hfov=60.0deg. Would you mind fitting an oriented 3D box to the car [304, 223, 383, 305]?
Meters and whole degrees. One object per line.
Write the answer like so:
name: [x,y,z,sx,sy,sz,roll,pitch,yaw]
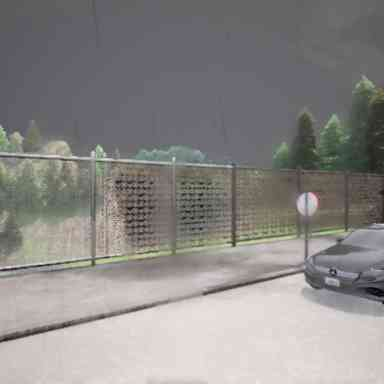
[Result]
car: [4.664,1.507,7.915,4.674,1.442,1.812,0,0,-35]
